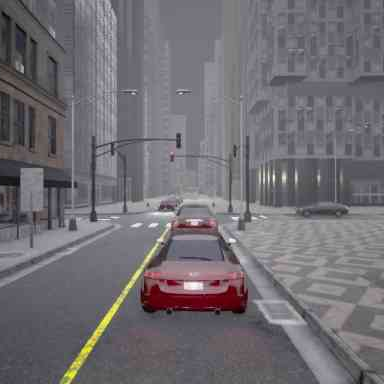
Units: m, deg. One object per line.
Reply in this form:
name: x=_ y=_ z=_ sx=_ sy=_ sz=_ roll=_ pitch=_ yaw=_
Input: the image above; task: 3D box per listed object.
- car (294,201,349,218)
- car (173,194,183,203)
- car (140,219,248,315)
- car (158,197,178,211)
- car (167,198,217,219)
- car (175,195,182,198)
car: x=11.760 y=1.543 z=30.318 sx=4.674 sy=1.442 sz=1.812 roll=0 pitch=0 yaw=1
car: x=-2.959 y=1.414 z=70.933 sx=2.097 sy=1.767 sz=4.553 roll=0 pitch=0 yaw=0
car: x=0.088 y=1.565 z=7.654 sx=1.994 sy=1.385 sz=4.181 roll=0 pitch=0 yaw=2
car: x=-3.072 y=1.624 z=41.283 sx=1.895 sy=1.301 sz=4.718 roll=0 pitch=0 yaw=0
car: x=0.161 y=1.356 z=16.275 sx=2.097 sy=1.767 sz=4.553 roll=0 pitch=0 yaw=2
car: x=-3.063 y=1.581 z=50.935 sx=2.033 sy=1.411 sz=5.357 roll=0 pitch=0 yaw=0
